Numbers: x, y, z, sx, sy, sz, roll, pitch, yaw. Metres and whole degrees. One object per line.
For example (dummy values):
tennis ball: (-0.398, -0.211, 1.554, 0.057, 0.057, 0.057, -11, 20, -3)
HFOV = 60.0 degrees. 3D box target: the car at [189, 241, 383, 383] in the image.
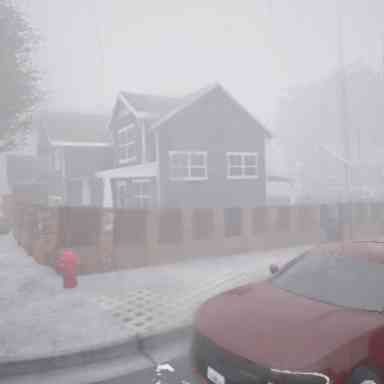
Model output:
car: (2.295, 1.471, 4.507, 5.008, 1.535, 1.882, 0, 0, -34)
